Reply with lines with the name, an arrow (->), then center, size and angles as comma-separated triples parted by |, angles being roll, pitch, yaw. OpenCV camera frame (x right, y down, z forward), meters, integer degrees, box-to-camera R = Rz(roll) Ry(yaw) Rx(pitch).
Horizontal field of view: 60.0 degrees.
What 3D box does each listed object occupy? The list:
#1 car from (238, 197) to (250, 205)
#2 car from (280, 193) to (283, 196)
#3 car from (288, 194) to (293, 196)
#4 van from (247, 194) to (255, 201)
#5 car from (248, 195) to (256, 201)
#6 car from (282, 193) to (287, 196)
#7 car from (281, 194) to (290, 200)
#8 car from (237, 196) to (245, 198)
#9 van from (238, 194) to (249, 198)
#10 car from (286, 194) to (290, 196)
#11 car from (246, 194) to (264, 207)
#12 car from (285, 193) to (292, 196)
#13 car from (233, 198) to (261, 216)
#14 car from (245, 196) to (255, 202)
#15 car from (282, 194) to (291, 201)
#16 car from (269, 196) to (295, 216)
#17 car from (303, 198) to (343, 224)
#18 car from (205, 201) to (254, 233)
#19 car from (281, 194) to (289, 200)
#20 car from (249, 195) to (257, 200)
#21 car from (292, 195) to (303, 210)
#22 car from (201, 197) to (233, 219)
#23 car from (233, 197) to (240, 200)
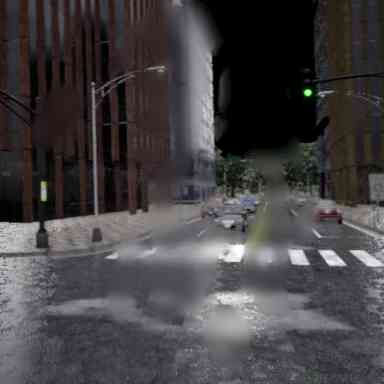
car -> 9.785, 1.624, 62.346 | 2.008, 1.369, 4.403 | -2, 0, 13
car -> 20.602, 1.150, 70.934 | 2.192, 1.841, 5.009 | -2, 0, 13
car -> 14.267, 1.397, 44.495 | 1.887, 1.381, 4.507 | -2, 0, 13
van -> 14.852, 1.403, 83.497 | 1.690, 1.788, 3.998 | -2, 0, 13
car -> 16.086, 1.586, 88.619 | 1.752, 1.417, 4.829 | -2, 0, 13
car -> 19.379, 1.363, 65.810 | 1.752, 1.417, 4.829 | -2, 0, 13
car -> 24.413, 1.373, 86.796 | 1.887, 1.381, 4.507 | -2, 0, 13
car -> 5.940, 1.611, 46.318 | 1.752, 1.417, 4.829 | -2, 0, 13
van -> 8.511, 1.418, 57.059 | 1.690, 1.788, 3.998 | -2, 0, 13
car -> 15.535, 1.393, 49.782 | 1.887, 1.381, 4.507 | -2, 0, 13
car -> 10.193, 1.498, 52.295 | 2.128, 1.511, 4.902 | -2, 0, 14
car -> 16.843, 1.370, 55.235 | 1.752, 1.417, 4.829 | -2, 0, 13
car -> 5.499, 1.587, 33.046 | 1.994, 1.385, 4.181 | -2, 0, 13
car -> 13.590, 1.630, 78.208 | 1.947, 1.339, 4.313 | -2, 0, 13
car -> 23.184, 1.355, 81.673 | 1.752, 1.417, 4.829 | -2, 0, 13
car -> 8.552, 1.441, 32.079 | 1.837, 1.490, 4.892 | -2, 0, 13
car -> 9.191, 1.312, 23.345 | 1.967, 1.590, 4.097 | -2, 0, 13
car -> 2.418, 1.527, 20.123 | 2.128, 1.511, 4.902 | -2, 0, 13
car -> 25.679, 1.267, 92.083 | 1.967, 1.590, 4.097 | -2, 0, 13
car -> 17.389, 1.632, 94.045 | 1.947, 1.339, 4.313 | -2, 0, 13
car -> 12.999, 1.408, 39.207 | 2.008, 1.369, 4.403 | -2, 0, 13
car -> 2.169, 1.414, 30.621 | 2.192, 1.841, 5.009 | -2, 0, 13
car -> 4.713, 1.671, 41.195 | 1.802, 1.307, 4.206 | -2, 0, 13
